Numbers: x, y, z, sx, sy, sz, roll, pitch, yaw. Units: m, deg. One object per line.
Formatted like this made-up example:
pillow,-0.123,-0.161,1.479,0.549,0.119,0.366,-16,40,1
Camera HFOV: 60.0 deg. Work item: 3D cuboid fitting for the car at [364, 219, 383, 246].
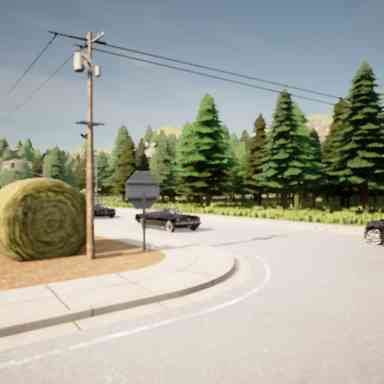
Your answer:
car,8.557,1.444,12.295,2.128,1.511,4.902,0,0,-11

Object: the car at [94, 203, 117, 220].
car,-8.245,1.588,28.502,1.895,1.301,4.718,0,0,-38

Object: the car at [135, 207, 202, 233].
car,-1.513,1.585,19.993,1.895,1.301,4.718,0,0,-38
